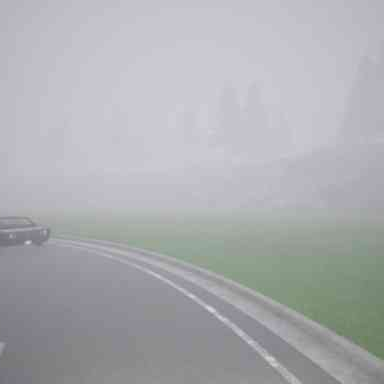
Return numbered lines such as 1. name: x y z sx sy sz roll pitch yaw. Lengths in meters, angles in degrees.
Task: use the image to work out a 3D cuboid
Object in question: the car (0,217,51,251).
1. car: -8.243 1.728 14.495 4.718 1.301 1.895 -1 0 38
